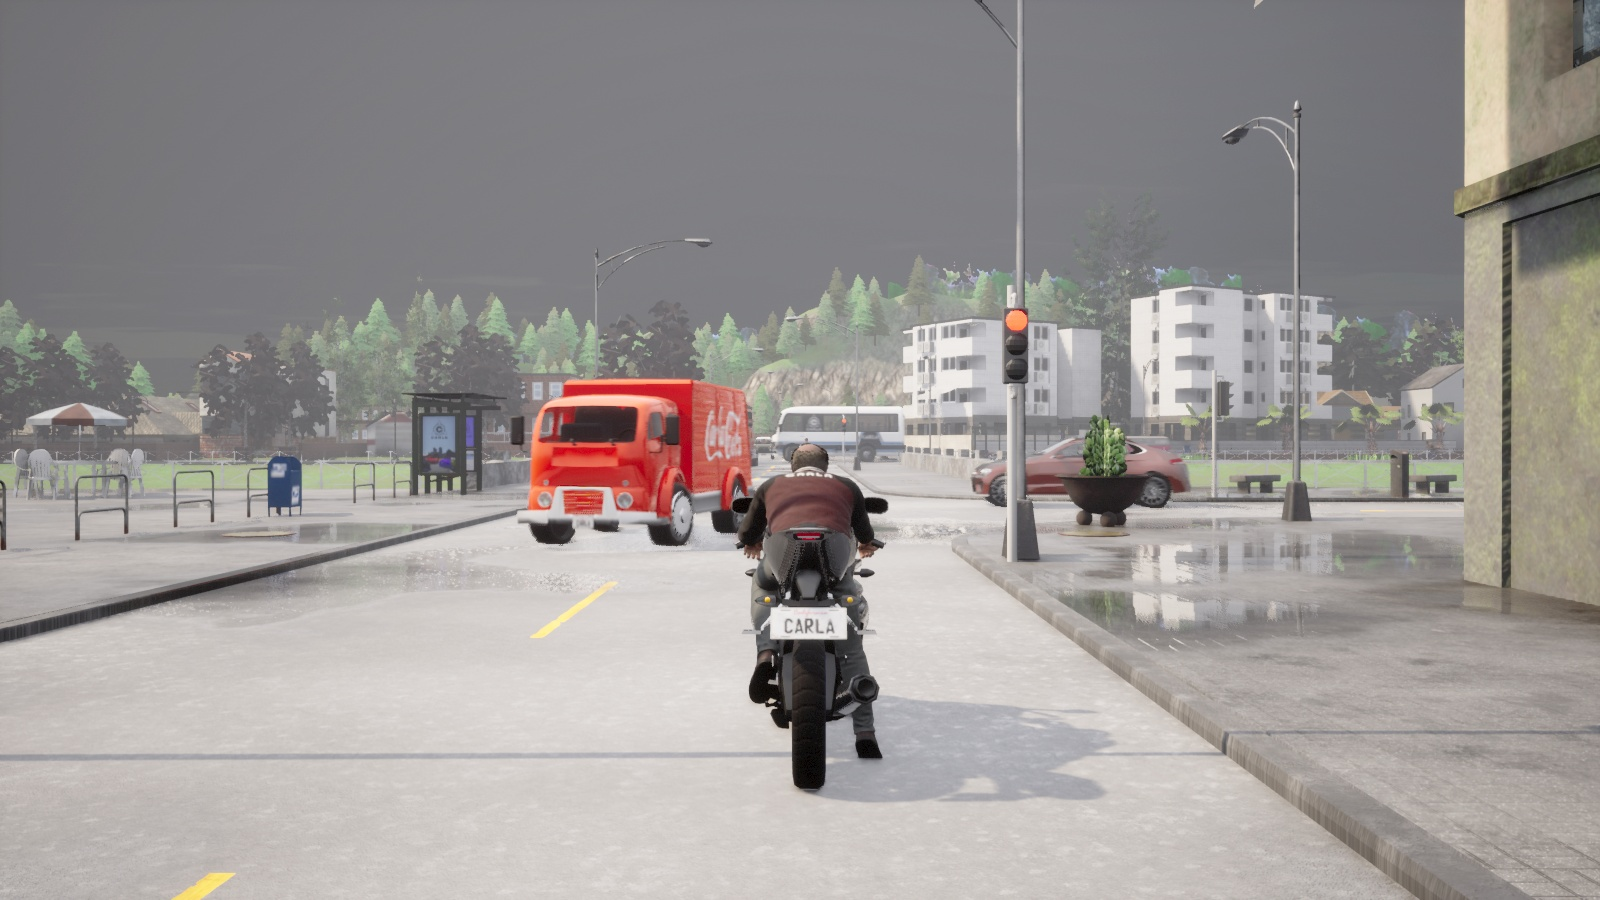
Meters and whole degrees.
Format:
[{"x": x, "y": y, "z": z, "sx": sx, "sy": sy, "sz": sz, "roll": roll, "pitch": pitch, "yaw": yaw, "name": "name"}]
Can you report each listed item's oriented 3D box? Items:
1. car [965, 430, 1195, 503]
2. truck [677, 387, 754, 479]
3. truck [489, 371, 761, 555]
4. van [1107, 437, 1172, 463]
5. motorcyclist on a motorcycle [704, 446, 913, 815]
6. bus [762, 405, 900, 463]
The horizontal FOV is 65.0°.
[{"x": 6.473, "y": 0.363, "z": 29.577, "sx": 5.027, "sy": 1.651, "sz": 2.152, "roll": 0, "pitch": 0, "yaw": 4, "name": "car"}, {"x": -3.704, "y": -0.742, "z": 56.921, "sx": 2.891, "sy": 3.827, "sz": 8.468, "roll": 0, "pitch": 0, "yaw": 0, "name": "truck"}, {"x": -2.489, "y": 0.147, "z": 19.659, "sx": 2.627, "sy": 2.467, "sz": 5.204, "roll": 0, "pitch": 0, "yaw": 11, "name": "truck"}, {"x": 25.701, "y": -0.017, "z": 95.038, "sx": 4.442, "sy": 1.987, "sz": 1.775, "roll": 0, "pitch": 0, "yaw": 0, "name": "van"}, {"x": 0.047, "y": 0.746, "z": 6.323, "sx": 0.866, "sy": 1.530, "sz": 2.191, "roll": 0, "pitch": 0, "yaw": 1, "name": "motorcyclist on a motorcycle"}, {"x": 2.275, "y": -1.167, "z": 95.461, "sx": 10.273, "sy": 4.253, "sz": 3.944, "roll": 0, "pitch": -1, "yaw": -2, "name": "bus"}]
